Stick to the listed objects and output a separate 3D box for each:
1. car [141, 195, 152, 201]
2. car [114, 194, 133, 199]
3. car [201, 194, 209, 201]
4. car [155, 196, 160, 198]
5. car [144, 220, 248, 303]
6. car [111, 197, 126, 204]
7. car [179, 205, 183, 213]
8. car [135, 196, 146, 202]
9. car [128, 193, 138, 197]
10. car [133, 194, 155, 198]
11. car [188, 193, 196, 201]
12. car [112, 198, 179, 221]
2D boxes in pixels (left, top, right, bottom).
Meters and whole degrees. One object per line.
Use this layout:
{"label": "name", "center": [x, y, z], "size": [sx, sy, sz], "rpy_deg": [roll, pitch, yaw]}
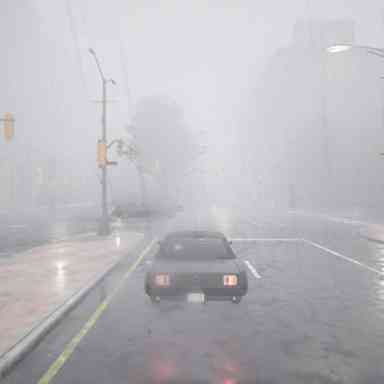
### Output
{"label": "car", "center": [-11.482, 1.520, 84.646], "size": [2.128, 1.511, 4.902], "rpy_deg": [0, 0, 0]}
{"label": "car", "center": [-11.576, 1.522, 55.116], "size": [1.812, 1.442, 4.674], "rpy_deg": [0, 0, 0]}
{"label": "car", "center": [3.518, 1.514, 86.850], "size": [2.128, 1.511, 4.902], "rpy_deg": [0, 0, 0]}
{"label": "car", "center": [-8.016, 1.560, 65.750], "size": [1.994, 1.385, 4.181], "rpy_deg": [0, 0, 1]}
{"label": "car", "center": [0.076, 1.600, 8.166], "size": [1.895, 1.301, 4.718], "rpy_deg": [0, 0, 0]}
{"label": "car", "center": [-14.735, 1.591, 66.823], "size": [1.895, 1.301, 4.718], "rpy_deg": [0, 0, 0]}
{"label": "car", "center": [-3.237, 1.599, 33.578], "size": [4.718, 1.301, 1.895], "rpy_deg": [0, 0, -33]}
{"label": "car", "center": [-11.484, 1.548, 74.412], "size": [1.994, 1.385, 4.181], "rpy_deg": [0, 0, 0]}
{"label": "car", "center": [-11.524, 1.217, 64.528], "size": [2.150, 2.045, 5.566], "rpy_deg": [0, 0, 1]}
{"label": "car", "center": [-8.076, 1.544, 56.514], "size": [2.033, 1.411, 5.357], "rpy_deg": [0, 0, 0]}
{"label": "car", "center": [0.018, 1.213, 86.464], "size": [2.150, 2.045, 5.566], "rpy_deg": [0, 0, 0]}
{"label": "car", "center": [-3.730, 1.490, 26.345], "size": [4.902, 1.511, 2.128], "rpy_deg": [0, 0, 0]}
